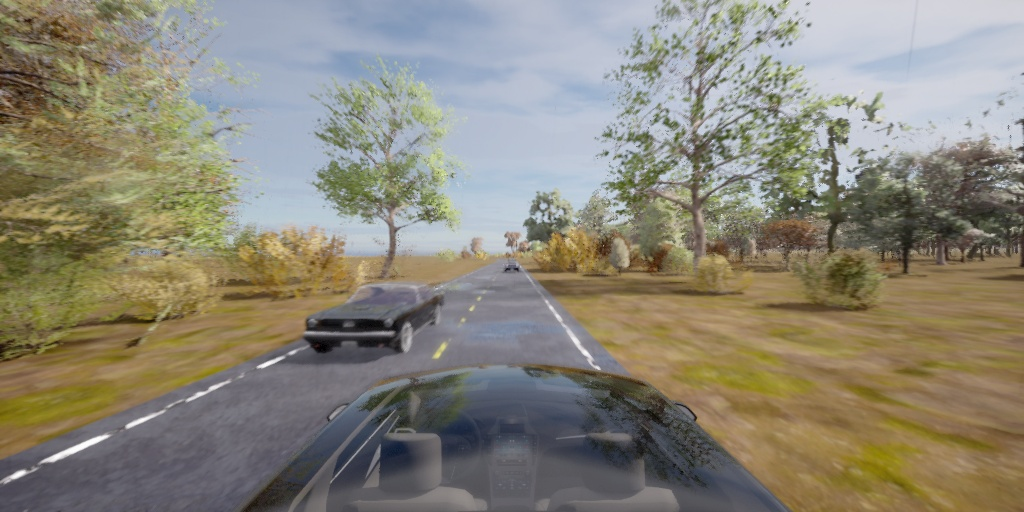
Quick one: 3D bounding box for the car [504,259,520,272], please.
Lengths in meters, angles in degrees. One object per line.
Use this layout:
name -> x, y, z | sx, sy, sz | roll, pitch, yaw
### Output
car -> 0.006, 1.279, 43.448 | 1.895, 1.301, 4.718 | 0, 0, 0

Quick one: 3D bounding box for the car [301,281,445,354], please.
car -> -3.025, 1.340, 8.899 | 1.895, 1.301, 4.718 | 0, 0, 1
